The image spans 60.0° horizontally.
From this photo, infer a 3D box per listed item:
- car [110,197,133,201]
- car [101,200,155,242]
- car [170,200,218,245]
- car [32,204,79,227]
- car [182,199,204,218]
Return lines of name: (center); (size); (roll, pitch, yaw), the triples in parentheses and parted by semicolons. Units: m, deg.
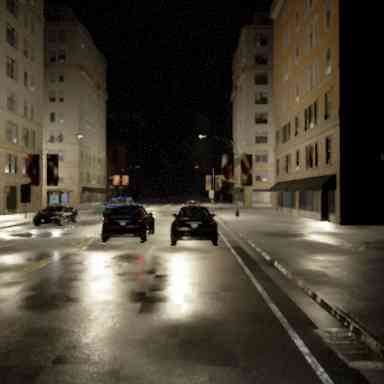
car: (-6.508, 1.510, 30.300); (2.150, 2.045, 5.566); (0, 0, 0)
car: (-3.153, 1.480, 17.285); (2.097, 1.767, 4.553); (0, 0, 0)
car: (0.098, 1.472, 16.306); (2.097, 1.767, 4.553); (0, 0, 0)
car: (-9.811, 1.689, 24.313); (1.837, 1.490, 4.892); (0, -1, 0)
car: (0.091, 1.609, 33.779); (2.097, 1.767, 4.553); (0, 0, 0)
